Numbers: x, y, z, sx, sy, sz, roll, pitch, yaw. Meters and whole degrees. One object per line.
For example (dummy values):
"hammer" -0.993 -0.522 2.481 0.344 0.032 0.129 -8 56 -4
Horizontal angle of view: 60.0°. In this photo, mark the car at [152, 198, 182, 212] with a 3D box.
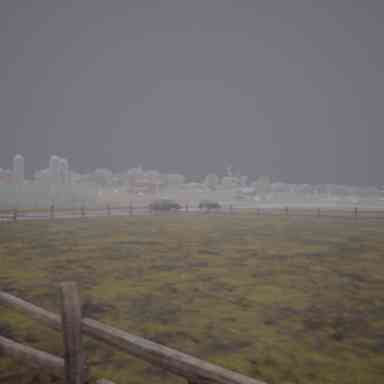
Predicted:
"car" -3.975 2.086 53.761 2.150 2.045 5.566 2 0 36

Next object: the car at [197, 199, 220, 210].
"car" 3.252 2.310 63.836 2.150 2.045 5.566 2 0 36
